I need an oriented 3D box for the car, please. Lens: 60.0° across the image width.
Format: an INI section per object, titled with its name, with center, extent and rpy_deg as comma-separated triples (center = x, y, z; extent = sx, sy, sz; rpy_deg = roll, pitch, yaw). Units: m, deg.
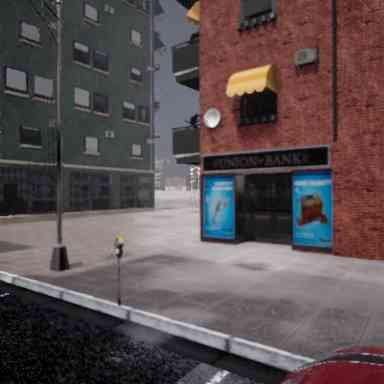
[car]
center = 2.146, 1.438, 1.345
extent = 4.097, 1.590, 1.967
rpy_deg = 0, 0, 36
